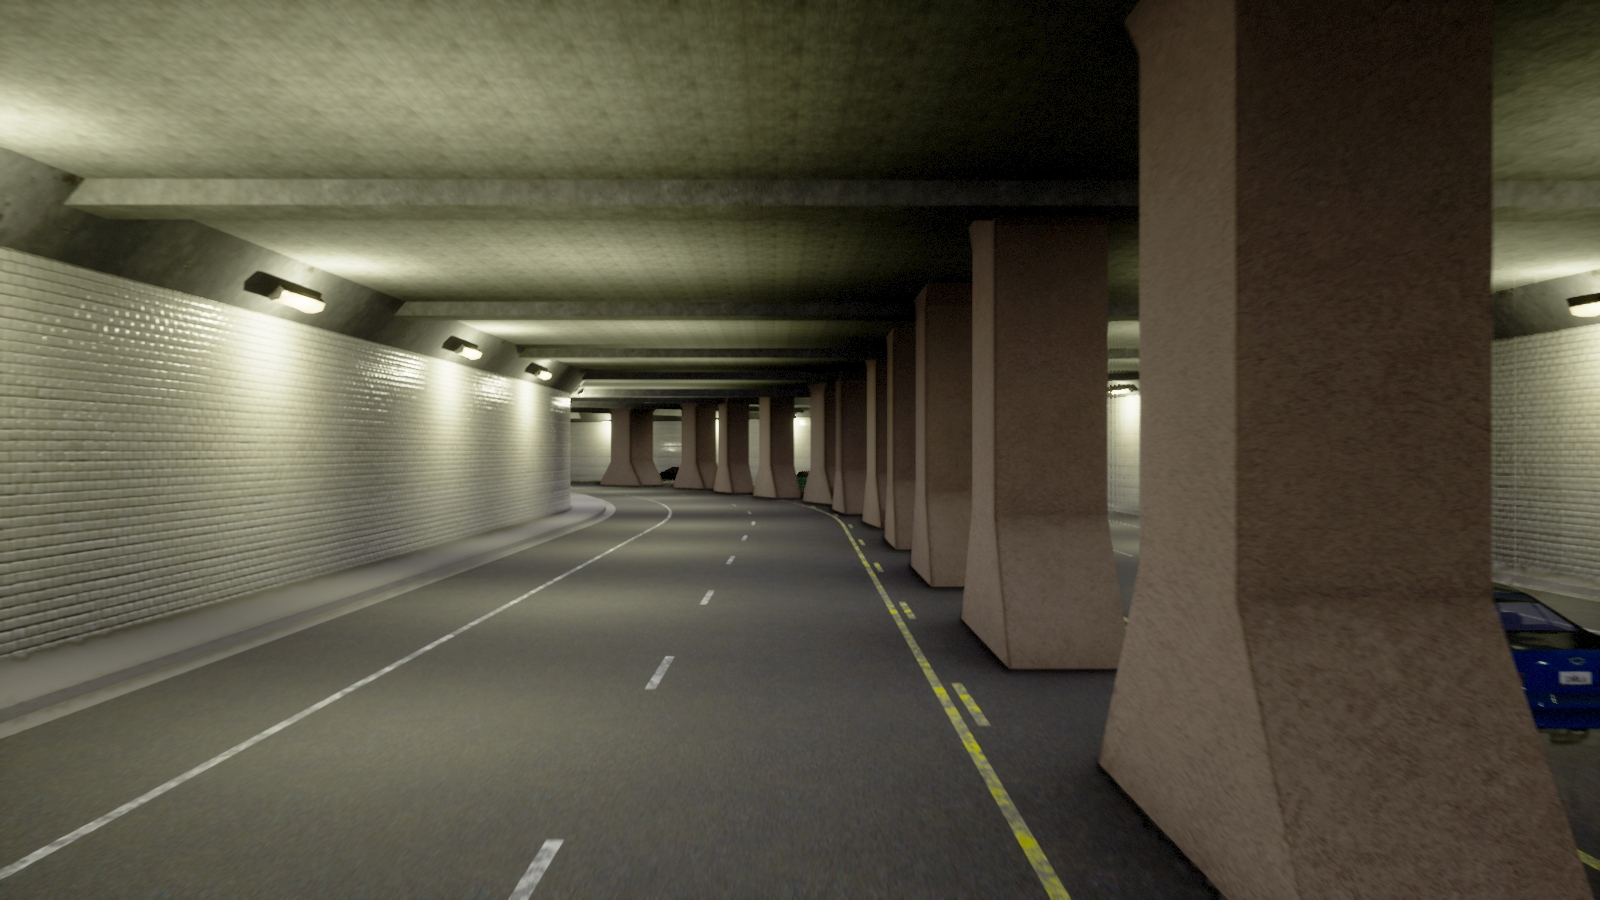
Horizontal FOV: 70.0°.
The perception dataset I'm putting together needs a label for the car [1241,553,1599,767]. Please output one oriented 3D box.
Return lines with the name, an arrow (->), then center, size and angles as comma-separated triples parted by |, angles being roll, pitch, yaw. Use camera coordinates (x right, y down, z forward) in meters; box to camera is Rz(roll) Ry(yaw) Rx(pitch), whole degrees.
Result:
car -> 6.996, 2.106, 12.820 | 2.033, 1.411, 5.357 | 0, 0, 0
